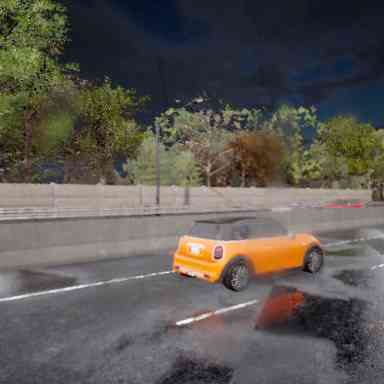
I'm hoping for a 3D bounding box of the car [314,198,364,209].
[{"bbox_3d":[14.956,1.625,33.033,5.566,2.045,2.150,1,-1,-37],"label":"car"}]

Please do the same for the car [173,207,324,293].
[{"bbox_3d":[1.773,1.477,9.512,4.553,1.767,2.097,0,-1,-37],"label":"car"}]

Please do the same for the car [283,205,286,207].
[{"bbox_3d":[11.560,2.101,39.238,4.718,1.301,1.895,0,-1,-37],"label":"car"}]

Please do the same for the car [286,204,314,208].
[{"bbox_3d":[12.546,2.046,35.590,4.718,1.301,1.895,0,-1,-37],"label":"car"}]
